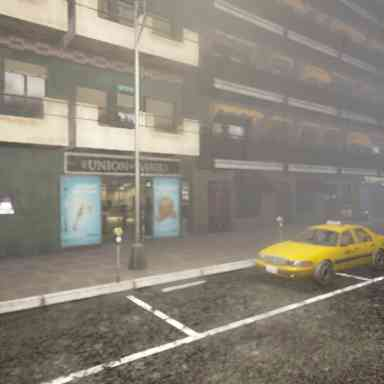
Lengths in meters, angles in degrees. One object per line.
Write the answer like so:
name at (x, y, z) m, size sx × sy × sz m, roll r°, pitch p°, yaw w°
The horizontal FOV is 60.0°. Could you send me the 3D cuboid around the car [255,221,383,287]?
car at (3.856, 1.515, 9.332) m, size 4.829 × 1.417 × 1.752 m, roll 0°, pitch 0°, yaw -36°
